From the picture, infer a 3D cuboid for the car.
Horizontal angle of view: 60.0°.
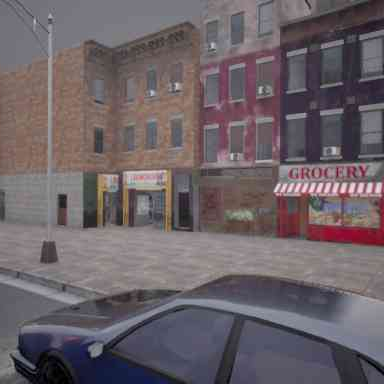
[{"bbox_3d":[0.557,1.547,2.987,5.357,1.411,2.033,0,0,35],"label":"car"}]
